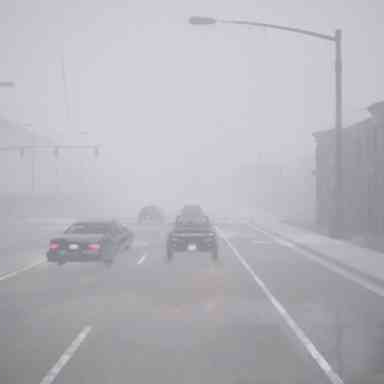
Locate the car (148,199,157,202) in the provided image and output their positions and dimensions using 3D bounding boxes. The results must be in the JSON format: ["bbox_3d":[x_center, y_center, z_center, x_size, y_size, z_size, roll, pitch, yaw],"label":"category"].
[{"bbox_3d":[-10.520,2.520,88.589,2.128,1.511,4.902,0,-1,0],"label":"car"}]

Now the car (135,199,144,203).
[{"bbox_3d":[-14.020,2.589,88.557,1.895,1.301,4.718,0,-1,0],"label":"car"}]

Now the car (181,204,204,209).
[{"bbox_3d":[0.021,1.805,29.057,1.882,1.535,5.008,0,0,1],"label":"car"}]

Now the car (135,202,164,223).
[{"bbox_3d":[-3.482,1.849,28.708,1.812,1.442,4.674,0,0,1],"label":"car"}]

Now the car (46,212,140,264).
[{"bbox_3d":[-3.491,1.688,12.342,2.033,1.411,5.357,0,-1,0],"label":"car"}]

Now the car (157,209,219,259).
[{"bbox_3d":[0.017,1.644,13.317,2.128,1.511,4.902,0,0,0],"label":"car"}]
